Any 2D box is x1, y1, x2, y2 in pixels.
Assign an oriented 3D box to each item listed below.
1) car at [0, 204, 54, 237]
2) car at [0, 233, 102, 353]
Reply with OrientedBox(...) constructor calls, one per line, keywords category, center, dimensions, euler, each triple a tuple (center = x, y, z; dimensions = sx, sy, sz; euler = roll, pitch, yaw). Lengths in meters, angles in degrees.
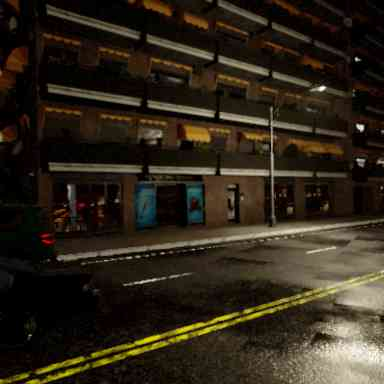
OrientedBox(category="car", center=(-5.980, 1.327, 7.405), dimensions=(5.566, 2.045, 2.150), euler=(0, 0, -34))
OrientedBox(category="car", center=(-4.120, 1.619, 4.735), dimensions=(5.357, 1.411, 2.033), euler=(0, 0, -34))
